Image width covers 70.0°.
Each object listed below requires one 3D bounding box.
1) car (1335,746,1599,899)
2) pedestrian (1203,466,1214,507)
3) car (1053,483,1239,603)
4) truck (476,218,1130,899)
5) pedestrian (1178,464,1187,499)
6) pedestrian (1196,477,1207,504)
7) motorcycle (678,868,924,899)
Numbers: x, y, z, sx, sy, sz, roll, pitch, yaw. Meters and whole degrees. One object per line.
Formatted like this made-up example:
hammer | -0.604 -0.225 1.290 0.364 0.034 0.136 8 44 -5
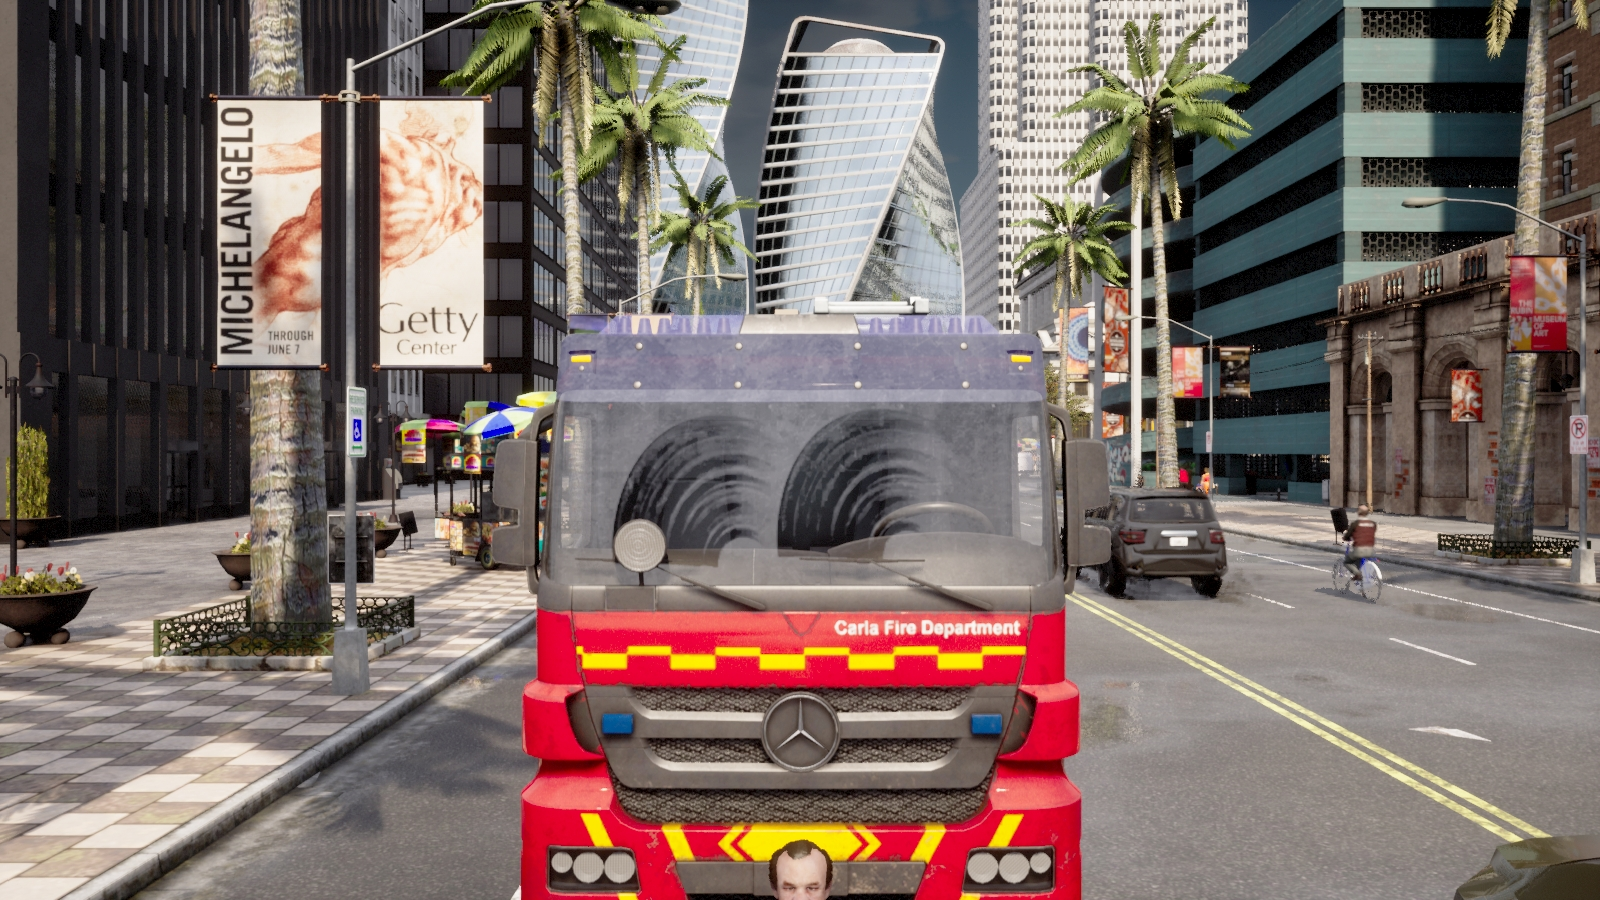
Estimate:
car | 3.504 2.061 2.660 2.231 1.480 4.892 0 0 0
pedestrian | 18.931 1.696 52.997 0.375 1.860 0.375 0 0 1
car | 6.957 1.779 23.721 2.150 2.045 5.566 0 0 0
truck | 0.019 0.891 9.288 2.891 3.827 8.468 0 0 0
pedestrian | 20.459 1.698 61.136 0.375 1.860 0.375 0 0 2
pedestrian | 19.503 1.976 55.500 0.375 1.300 0.375 0 0 -6
motorcycle | 0.003 2.182 3.373 0.856 1.236 1.805 0 0 0
